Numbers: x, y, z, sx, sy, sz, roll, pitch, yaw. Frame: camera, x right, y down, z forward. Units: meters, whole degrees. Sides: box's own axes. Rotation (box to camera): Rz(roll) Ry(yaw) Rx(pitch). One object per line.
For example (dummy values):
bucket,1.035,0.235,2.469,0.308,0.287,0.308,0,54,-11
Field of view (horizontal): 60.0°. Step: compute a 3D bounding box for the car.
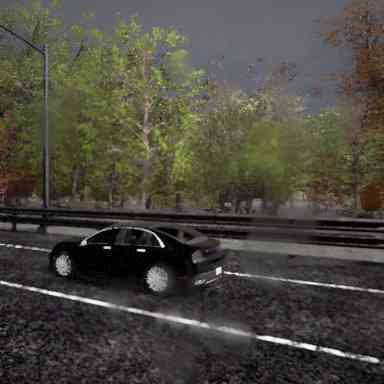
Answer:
car,-1.537,1.512,8.542,4.892,1.490,1.837,0,0,28
